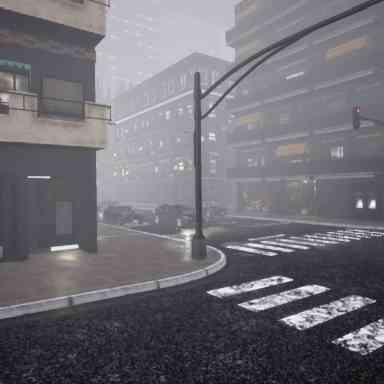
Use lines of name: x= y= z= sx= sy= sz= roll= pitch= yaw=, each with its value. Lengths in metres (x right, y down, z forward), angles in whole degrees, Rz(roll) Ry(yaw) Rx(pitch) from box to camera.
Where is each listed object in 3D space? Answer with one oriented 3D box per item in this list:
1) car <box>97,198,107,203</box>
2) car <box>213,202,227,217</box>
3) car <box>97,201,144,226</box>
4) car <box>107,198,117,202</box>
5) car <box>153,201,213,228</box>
car: x=-11.782 y=1.549 z=37.926 sx=1.837 sy=1.490 sz=4.892 roll=-1 pitch=0 yaw=-36
car: x=1.235 y=1.512 z=29.204 sx=2.008 sy=1.369 sz=4.403 roll=-1 pitch=1 yaw=-36
car: x=-5.139 y=1.632 z=24.571 sx=1.947 sy=1.339 sz=4.313 roll=-1 pitch=1 yaw=-36
car: x=-11.890 y=1.518 z=47.264 sx=1.887 sy=1.381 sz=4.507 roll=-1 pitch=1 yaw=-36
car: x=-0.946 y=1.533 z=22.994 sx=1.837 sy=1.490 sz=4.892 roll=-1 pitch=1 yaw=-36
